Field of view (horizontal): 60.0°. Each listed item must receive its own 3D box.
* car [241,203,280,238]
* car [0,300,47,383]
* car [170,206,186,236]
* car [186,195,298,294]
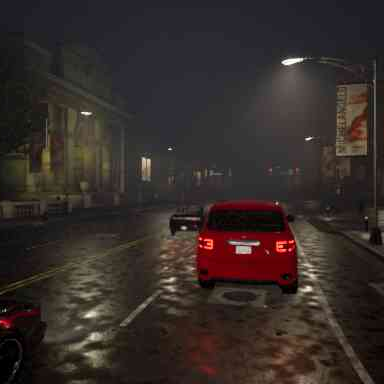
[{"bbox_3d":[3.962,1.478,18.744,1.882,1.535,5.008,0,0,14],"label":"car"},{"bbox_3d":[-3.078,1.547,2.095,2.033,1.411,5.357,0,0,5],"label":"car"},{"bbox_3d":[0.208,1.489,18.080,2.128,1.511,4.902,0,0,14],"label":"car"},{"bbox_3d":[1.602,1.221,9.084,2.150,2.045,5.566,0,0,13],"label":"car"}]
